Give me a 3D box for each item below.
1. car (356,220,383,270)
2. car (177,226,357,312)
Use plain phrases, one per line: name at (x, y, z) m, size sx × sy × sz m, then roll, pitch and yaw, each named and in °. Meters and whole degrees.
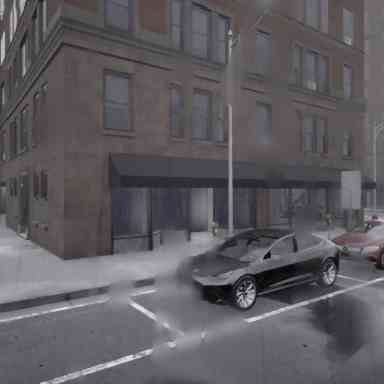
car at (6.175, 1.586, 10.940) m, size 4.206 × 1.307 × 1.802 m, roll 0°, pitch 0°, yaw -35°
car at (1.696, 1.568, 7.745) m, size 4.313 × 1.339 × 1.947 m, roll 0°, pitch 0°, yaw -36°
